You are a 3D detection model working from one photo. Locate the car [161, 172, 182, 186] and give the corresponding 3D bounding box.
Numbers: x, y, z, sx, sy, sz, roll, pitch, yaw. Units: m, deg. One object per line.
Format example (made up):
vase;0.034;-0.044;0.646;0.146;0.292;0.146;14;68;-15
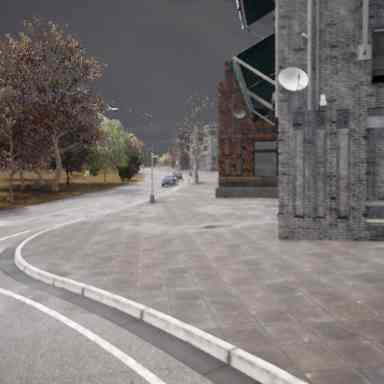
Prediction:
car;-3.165;-1.636;47.920;2.033;1.411;5.357;0;5;5
